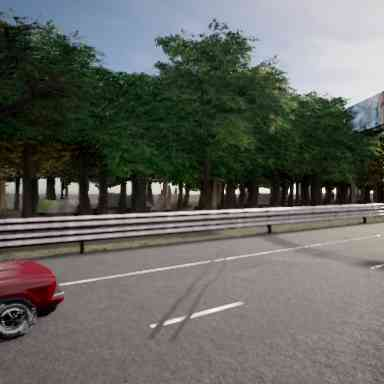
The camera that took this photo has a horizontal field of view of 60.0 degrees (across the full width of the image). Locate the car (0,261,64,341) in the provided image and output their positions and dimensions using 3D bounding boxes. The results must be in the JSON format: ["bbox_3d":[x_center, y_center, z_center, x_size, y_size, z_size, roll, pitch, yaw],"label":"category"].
[{"bbox_3d":[-4.467,1.602,4.859,4.718,1.301,1.895,0,0,-36],"label":"car"}]
